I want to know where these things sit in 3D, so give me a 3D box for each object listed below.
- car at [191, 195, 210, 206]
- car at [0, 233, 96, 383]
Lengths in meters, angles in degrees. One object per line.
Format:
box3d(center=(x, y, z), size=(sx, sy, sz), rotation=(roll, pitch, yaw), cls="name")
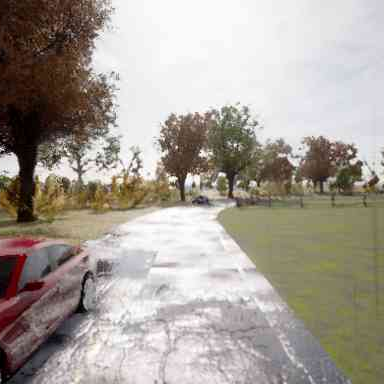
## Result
box3d(center=(1.326, 1.209, 48.178), size=(1.837, 1.490, 4.892), rotation=(0, 0, 18), cls="car")
box3d(center=(-2.847, 1.458, 4.704), size=(1.882, 1.535, 5.008), rotation=(0, 0, 0), cls="car")
